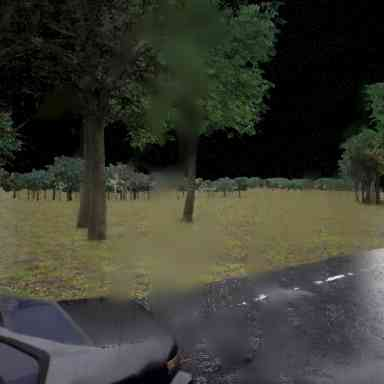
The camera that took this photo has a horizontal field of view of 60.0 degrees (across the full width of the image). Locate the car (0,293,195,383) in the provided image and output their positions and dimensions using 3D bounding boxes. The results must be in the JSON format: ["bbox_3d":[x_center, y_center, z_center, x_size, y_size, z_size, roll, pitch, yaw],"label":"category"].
[{"bbox_3d":[-2.553,1.547,2.170,5.357,1.411,2.033,0,0,-35],"label":"car"}]
